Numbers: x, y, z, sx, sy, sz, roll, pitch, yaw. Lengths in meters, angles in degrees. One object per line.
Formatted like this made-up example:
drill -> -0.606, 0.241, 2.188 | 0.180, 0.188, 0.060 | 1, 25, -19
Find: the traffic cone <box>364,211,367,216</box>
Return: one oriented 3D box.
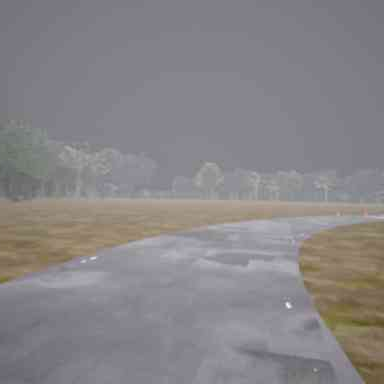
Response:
traffic cone -> 21.608, 2.660, 41.360 | 0.340, 0.580, 0.340 | 2, -1, -26
